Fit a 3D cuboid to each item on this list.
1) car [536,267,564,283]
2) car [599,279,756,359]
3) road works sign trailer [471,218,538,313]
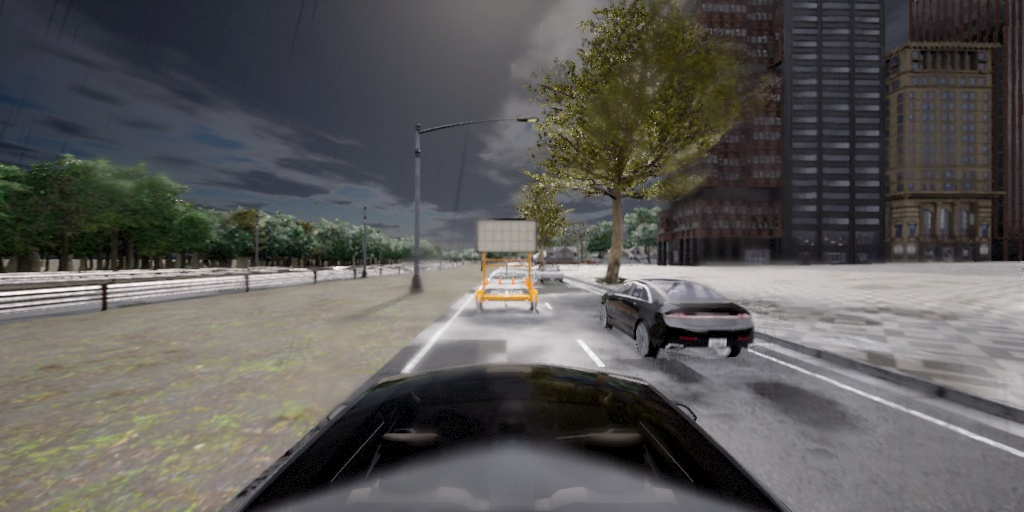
[{"bbox_3d":[3.159,1.576,30.526,1.895,1.301,4.718,0,-1,-1],"label":"car"},{"bbox_3d":[3.477,1.283,8.543,2.128,1.511,4.902,0,0,-1],"label":"car"},{"bbox_3d":[-0.210,0.277,14.348,2.380,3.560,2.880,0,0,-1],"label":"road works sign trailer"}]
